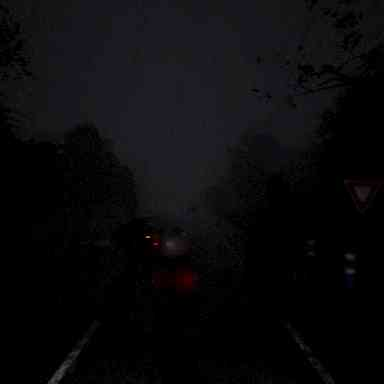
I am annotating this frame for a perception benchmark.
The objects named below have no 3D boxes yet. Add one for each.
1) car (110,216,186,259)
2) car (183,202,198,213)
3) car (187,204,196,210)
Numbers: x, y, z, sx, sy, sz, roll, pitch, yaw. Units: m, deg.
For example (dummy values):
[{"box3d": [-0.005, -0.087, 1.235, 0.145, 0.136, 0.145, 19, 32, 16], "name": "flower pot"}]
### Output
[{"box3d": [-1.863, 1.699, 13.627, 1.812, 1.442, 4.674, 0, -1, -29], "name": "car"}, {"box3d": [-0.024, 2.738, 59.060, 2.097, 1.767, 4.553, 0, -2, 0], "name": "car"}, {"box3d": [-0.030, 3.418, 75.126, 1.994, 1.385, 4.181, 0, -2, 0], "name": "car"}]
